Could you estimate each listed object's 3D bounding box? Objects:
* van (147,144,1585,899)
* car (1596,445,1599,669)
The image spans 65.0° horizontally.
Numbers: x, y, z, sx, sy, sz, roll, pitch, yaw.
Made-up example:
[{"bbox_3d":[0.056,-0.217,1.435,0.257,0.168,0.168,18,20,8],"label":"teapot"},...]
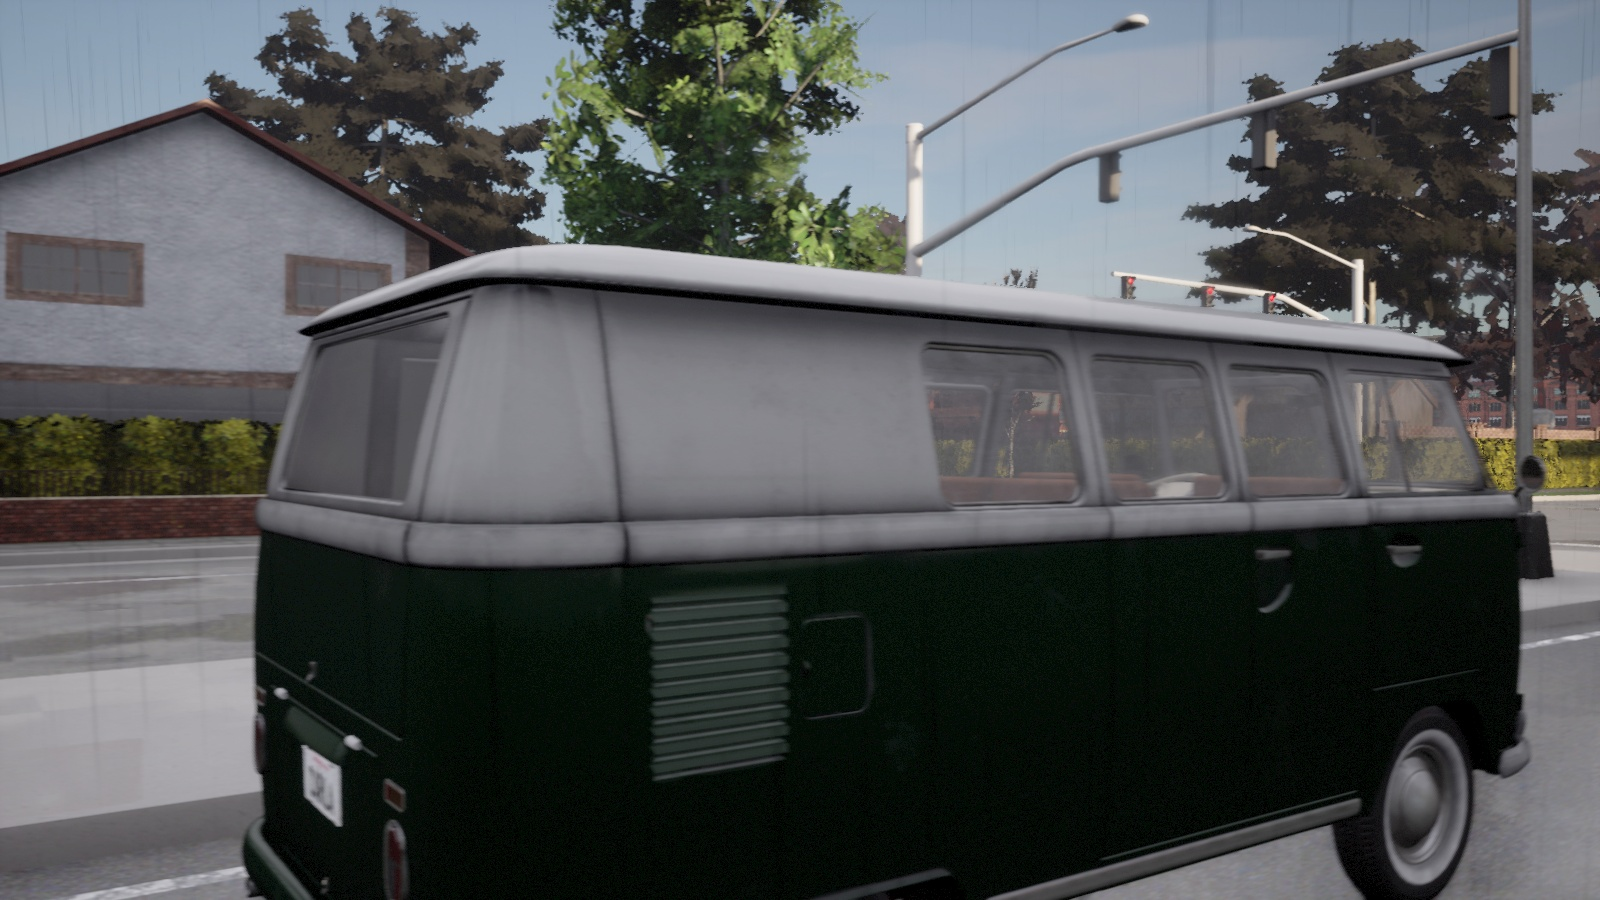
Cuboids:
[{"bbox_3d":[0.520,0.505,4.021,4.442,1.987,1.775,0,0,-35],"label":"van"},{"bbox_3d":[8.055,0.728,9.266,5.008,1.535,1.882,0,0,-35],"label":"car"}]
